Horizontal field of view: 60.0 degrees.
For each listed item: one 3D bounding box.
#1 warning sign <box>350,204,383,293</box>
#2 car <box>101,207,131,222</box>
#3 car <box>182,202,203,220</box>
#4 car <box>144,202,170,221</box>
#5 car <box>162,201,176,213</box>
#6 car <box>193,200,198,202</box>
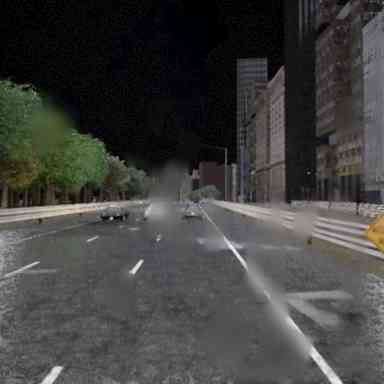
[{"bbox_3d":[4.537,1.218,7.581,1.300,1.860,1.060,-1,-1,0],"label":"warning sign"},{"bbox_3d":[-6.914,2.004,30.717,1.895,1.301,4.718,0,-1,0],"label":"car"},{"bbox_3d":[0.093,1.991,32.488,1.994,1.385,4.181,0,-1,0],"label":"car"},{"bbox_3d":[-3.411,1.947,31.922,1.812,1.442,4.674,0,-1,1],"label":"car"},{"bbox_3d":[-3.418,1.978,46.867,2.097,1.767,4.553,0,-1,0],"label":"car"},{"bbox_3d":[0.083,2.193,46.973,1.994,1.385,4.181,0,-1,0],"label":"car"}]
